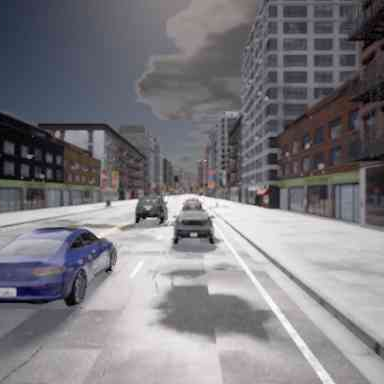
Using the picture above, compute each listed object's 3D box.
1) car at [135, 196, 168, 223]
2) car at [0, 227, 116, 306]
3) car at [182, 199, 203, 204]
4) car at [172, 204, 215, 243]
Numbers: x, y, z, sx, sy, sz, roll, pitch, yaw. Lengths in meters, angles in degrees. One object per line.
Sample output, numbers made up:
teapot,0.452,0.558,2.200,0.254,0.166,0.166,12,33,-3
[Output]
car,-3.176,1.332,26.807,2.150,2.045,5.566,0,0,0
car,-3.154,1.560,7.986,1.812,1.442,4.674,0,0,0
car,0.061,1.494,34.961,2.097,1.767,4.553,0,0,0
car,0.082,1.571,16.502,1.837,1.490,4.892,0,0,0
